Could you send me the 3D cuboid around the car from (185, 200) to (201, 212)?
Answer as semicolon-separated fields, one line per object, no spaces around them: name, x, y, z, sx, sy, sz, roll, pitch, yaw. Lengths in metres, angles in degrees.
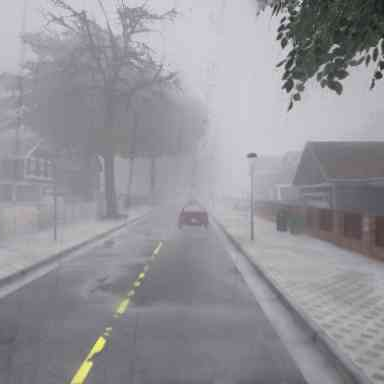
car;0.103;1.694;42.167;1.994;1.385;4.181;0;0;0

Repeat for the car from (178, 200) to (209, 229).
car;0.101;1.570;22.634;1.882;1.535;5.008;0;0;0
